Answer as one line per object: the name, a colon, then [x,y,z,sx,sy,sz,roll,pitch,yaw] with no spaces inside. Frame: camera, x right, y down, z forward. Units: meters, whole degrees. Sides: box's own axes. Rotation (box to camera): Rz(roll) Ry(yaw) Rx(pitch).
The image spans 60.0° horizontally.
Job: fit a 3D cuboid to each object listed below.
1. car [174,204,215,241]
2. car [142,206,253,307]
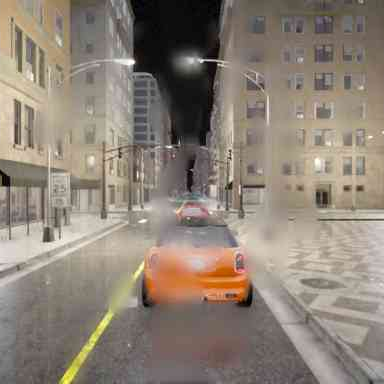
car: [0.098,1.477,17.734,1.882,1.535,5.008,0,0,0]
car: [0.095,1.352,8.133,2.097,1.767,4.553,0,0,0]
